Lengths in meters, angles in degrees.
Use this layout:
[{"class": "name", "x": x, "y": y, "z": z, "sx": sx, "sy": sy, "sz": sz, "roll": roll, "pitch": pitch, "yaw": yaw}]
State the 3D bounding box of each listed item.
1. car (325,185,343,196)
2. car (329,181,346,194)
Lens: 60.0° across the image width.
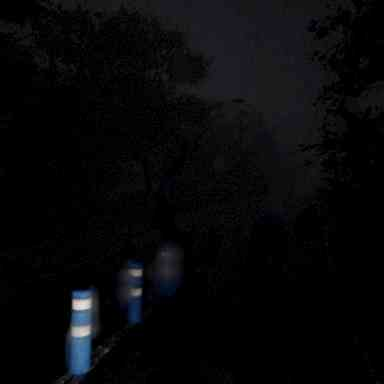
[{"class": "car", "x": 17.236, "y": -0.103, "z": 40.890, "sx": 1.882, "sy": 1.535, "sz": 5.008, "roll": 0, "pitch": 2, "yaw": 28}, {"class": "car", "x": 21.870, "y": -0.675, "z": 49.790, "sx": 2.097, "sy": 1.767, "sz": 4.553, "roll": 0, "pitch": 3, "yaw": 26}]
